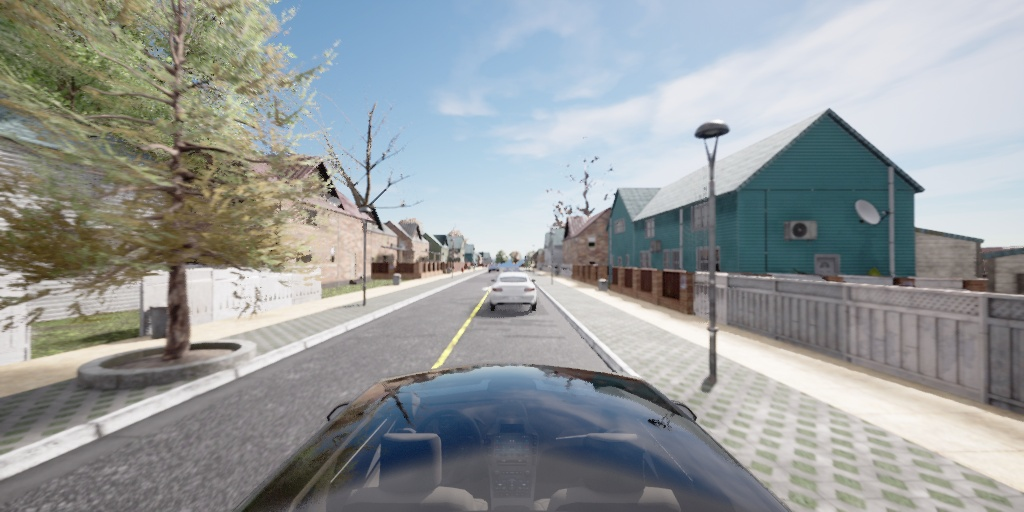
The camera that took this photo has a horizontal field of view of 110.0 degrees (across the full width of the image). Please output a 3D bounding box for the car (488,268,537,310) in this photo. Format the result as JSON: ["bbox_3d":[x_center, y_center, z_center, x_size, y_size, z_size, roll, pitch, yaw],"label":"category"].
[{"bbox_3d":[0.058,1.419,15.407,1.812,1.442,4.674,0,-1,0],"label":"car"}]

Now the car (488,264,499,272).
[{"bbox_3d":[-2.910,2.051,59.330,2.033,1.411,5.357,0,-1,0],"label":"car"}]

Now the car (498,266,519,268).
[{"bbox_3d":[0.005,1.678,34.891,2.033,1.411,5.357,0,-1,0],"label":"car"}]
